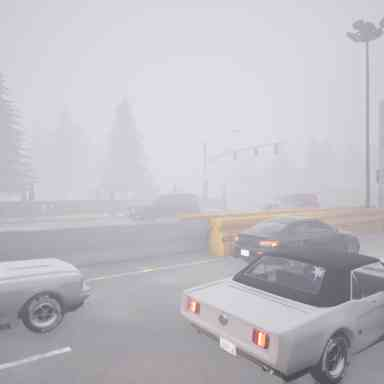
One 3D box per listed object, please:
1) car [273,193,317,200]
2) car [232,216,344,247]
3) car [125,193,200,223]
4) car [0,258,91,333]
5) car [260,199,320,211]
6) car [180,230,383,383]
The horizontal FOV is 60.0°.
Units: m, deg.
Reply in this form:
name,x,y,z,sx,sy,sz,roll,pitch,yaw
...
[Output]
name,x,y,z,sx,sy,sz,roll,pitch,yaw
car,7.919,1.110,26.579,5.566,2.045,2.150,-1,0,-35
car,3.321,1.473,10.375,4.674,1.442,1.812,-1,0,-35
car,-1.986,1.141,23.984,5.566,2.045,2.150,-1,0,-35
car,-4.100,1.601,5.121,4.718,1.301,1.895,0,0,-35
car,6.447,1.406,21.313,4.674,1.442,1.812,0,0,-35
car,2.253,1.576,5.335,4.718,1.301,1.895,-1,0,-35
